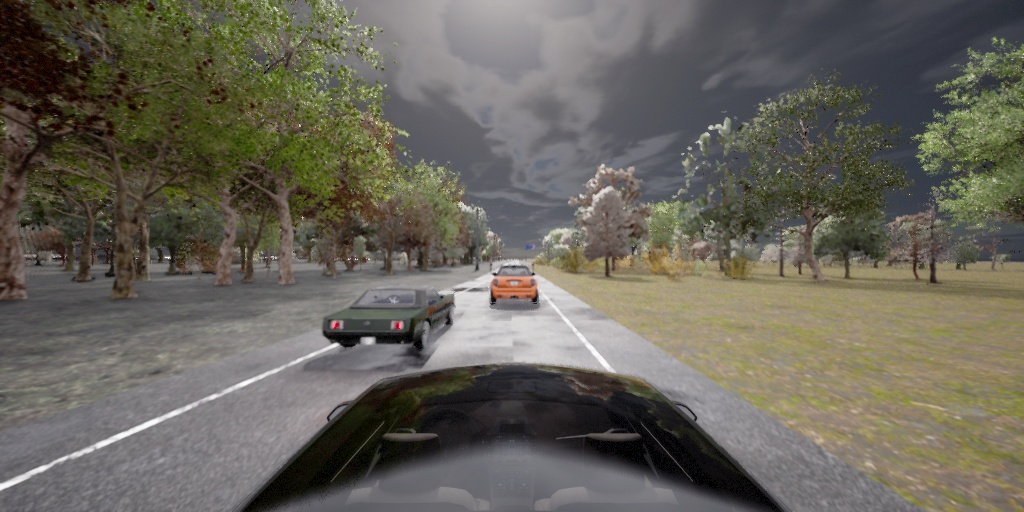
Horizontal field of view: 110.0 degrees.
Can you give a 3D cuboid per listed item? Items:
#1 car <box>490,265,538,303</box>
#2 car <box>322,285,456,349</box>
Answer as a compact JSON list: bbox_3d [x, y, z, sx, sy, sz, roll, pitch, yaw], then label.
[{"bbox_3d":[0.095,1.218,17.508,2.097,1.767,4.553,0,0,0],"label":"car"},{"bbox_3d":[-2.748,1.407,9.304,1.895,1.301,4.718,0,0,2],"label":"car"}]
